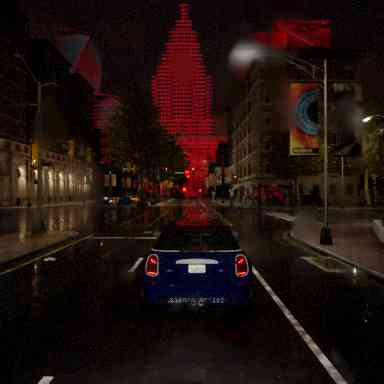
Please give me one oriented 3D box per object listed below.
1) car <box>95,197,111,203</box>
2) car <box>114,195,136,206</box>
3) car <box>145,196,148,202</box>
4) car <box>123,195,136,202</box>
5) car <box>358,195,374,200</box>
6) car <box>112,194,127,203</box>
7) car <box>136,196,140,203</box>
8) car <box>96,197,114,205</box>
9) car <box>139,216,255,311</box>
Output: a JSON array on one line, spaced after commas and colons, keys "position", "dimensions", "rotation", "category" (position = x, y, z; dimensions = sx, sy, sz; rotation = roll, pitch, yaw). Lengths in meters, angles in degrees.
[{"position": [-18.012, 1.595, 67.415], "dimensions": [1.895, 1.301, 4.718], "rotation": [0, 0, 0], "category": "car"}, {"position": [-11.383, 1.526, 56.738], "dimensions": [1.812, 1.442, 4.674], "rotation": [0, 0, 0], "category": "car"}, {"position": [-11.232, 1.553, 75.758], "dimensions": [1.994, 1.385, 4.181], "rotation": [0, 0, 0], "category": "car"}, {"position": [-14.723, 1.525, 78.423], "dimensions": [2.128, 1.511, 4.902], "rotation": [0, 0, 0], "category": "car"}, {"position": [34.687, 1.481, 68.621], "dimensions": [2.231, 1.521, 4.892], "rotation": [0, 0, 0], "category": "car"}, {"position": [-14.760, 1.352, 68.022], "dimensions": [2.097, 1.767, 4.553], "rotation": [0, 0, 0], "category": "car"}, {"position": [-11.296, 1.478, 65.885], "dimensions": [1.882, 1.535, 5.008], "rotation": [0, 0, 1], "category": "car"}, {"position": [-14.873, 1.547, 57.912], "dimensions": [2.033, 1.411, 5.357], "rotation": [0, 0, 0], "category": "car"}, {"position": [0.102, 1.352, 7.902], "dimensions": [2.097, 1.767, 4.553], "rotation": [0, 0, 0], "category": "car"}]
